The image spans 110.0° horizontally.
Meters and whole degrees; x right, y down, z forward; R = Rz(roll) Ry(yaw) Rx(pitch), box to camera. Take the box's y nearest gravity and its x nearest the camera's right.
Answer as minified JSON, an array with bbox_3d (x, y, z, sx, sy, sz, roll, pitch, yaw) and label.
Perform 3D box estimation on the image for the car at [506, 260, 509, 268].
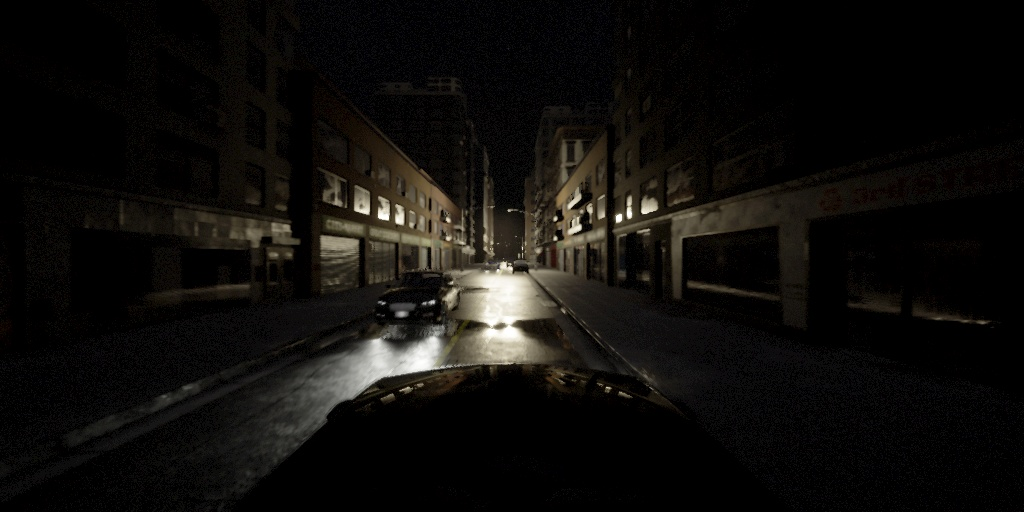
[{"bbox_3d":[-0.009,1.389,60.560,1.895,1.301,4.718,0,0,0],"label":"car"}]

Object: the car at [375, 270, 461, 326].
[{"bbox_3d":[-2.850,1.243,11.711,2.128,1.511,4.902,0,0,0],"label":"car"}]

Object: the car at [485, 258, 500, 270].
[{"bbox_3d":[-2.824,1.131,52.988,2.097,1.767,4.553,0,0,0],"label":"car"}]

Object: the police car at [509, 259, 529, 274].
[{"bbox_3d":[0.956,1.194,41.063,1.930,1.638,5.238,0,0,0],"label":"police car"}]
